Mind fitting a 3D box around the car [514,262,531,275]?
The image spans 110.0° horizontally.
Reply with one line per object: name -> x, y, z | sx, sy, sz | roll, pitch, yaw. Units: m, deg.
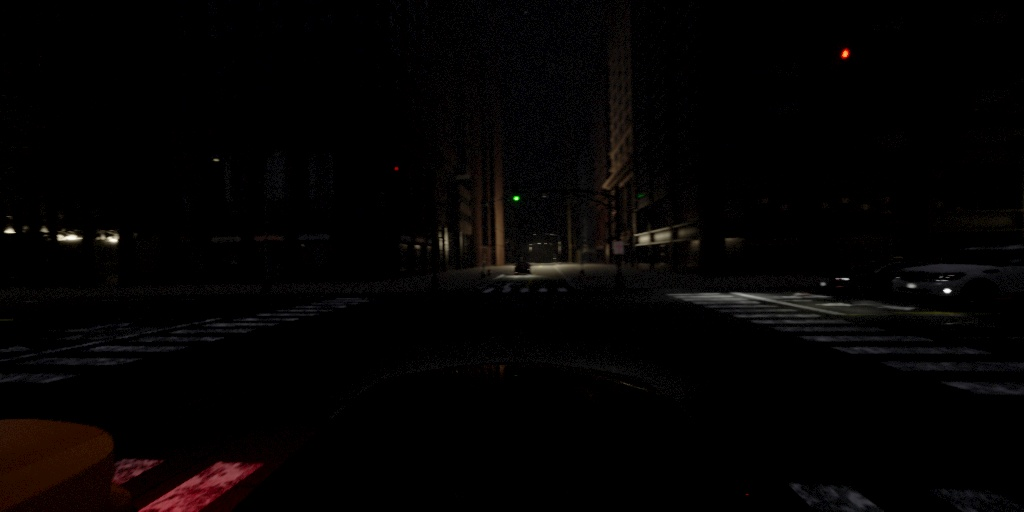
car -> 1.300, 1.469, 43.272 | 1.882, 1.535, 5.008 | -1, 0, 5

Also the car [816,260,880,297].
car -> 16.195, 0.919, 15.586 | 4.902, 1.511, 2.128 | -1, 0, 7

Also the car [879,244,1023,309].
car -> 16.740, 0.633, 12.258 | 5.566, 2.045, 2.150 | -1, 0, 7
